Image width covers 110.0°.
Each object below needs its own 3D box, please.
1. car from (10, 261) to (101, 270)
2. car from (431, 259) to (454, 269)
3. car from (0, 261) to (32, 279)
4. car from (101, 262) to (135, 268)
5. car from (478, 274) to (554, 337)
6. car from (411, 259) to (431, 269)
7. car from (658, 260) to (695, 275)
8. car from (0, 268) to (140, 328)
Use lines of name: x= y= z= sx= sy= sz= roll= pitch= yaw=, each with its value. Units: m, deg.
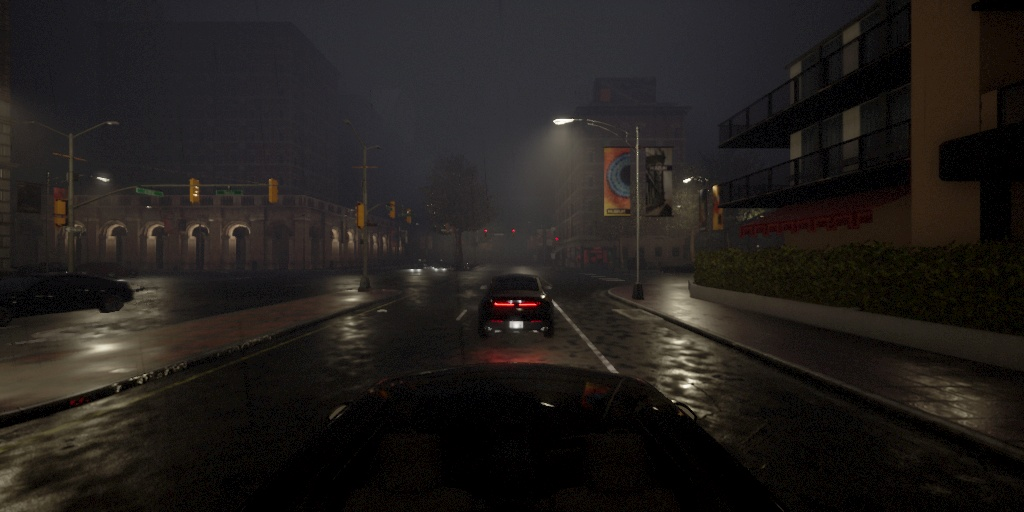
car: x=-36.925 y=1.264 z=28.844 sx=4.902 sy=1.511 sz=2.128 roll=0 pitch=0 yaw=0
car: x=-11.343 y=1.362 z=58.686 sx=1.994 sy=1.385 sz=4.181 roll=0 pitch=0 yaw=0
car: x=-47.092 y=1.253 z=32.375 sx=5.008 sy=1.535 sz=1.882 roll=0 pitch=0 yaw=0
car: x=-36.669 y=1.253 z=32.344 sx=5.008 sy=1.535 sz=1.882 roll=0 pitch=0 yaw=0
car: x=0.111 y=1.262 z=10.287 sx=1.837 sy=1.490 sz=4.892 roll=0 pitch=0 yaw=0
car: x=-14.848 y=1.289 z=57.915 sx=2.128 sy=1.511 sz=4.902 roll=0 pitch=0 yaw=0
car: x=18.838 y=1.383 z=39.563 sx=4.718 sy=1.301 sz=1.895 roll=0 pitch=0 yaw=0
car: x=-14.900 y=1.284 z=11.313 sx=1.812 sy=1.442 sz=4.674 roll=0 pitch=0 yaw=1
